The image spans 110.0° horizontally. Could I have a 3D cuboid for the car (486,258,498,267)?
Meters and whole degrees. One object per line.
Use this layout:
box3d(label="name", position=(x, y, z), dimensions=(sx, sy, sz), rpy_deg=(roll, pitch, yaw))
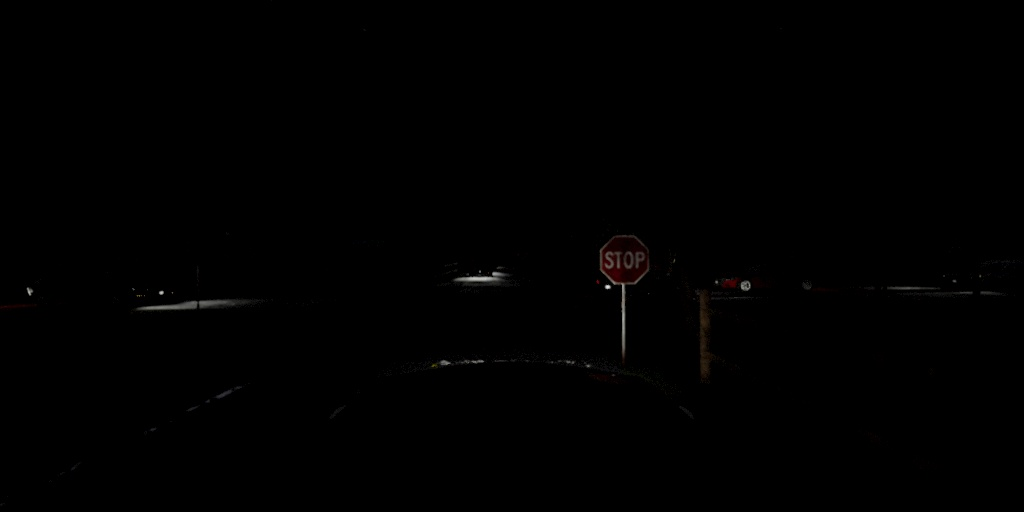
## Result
box3d(label="car", position=(-3.364, 1.046, 60.718), dimensions=(1.837, 1.490, 4.892), rpy_deg=(0, 0, -2))

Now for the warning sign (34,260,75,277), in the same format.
box3d(label="warning sign", position=(-25.777, 1.145, 20.480), dimensions=(1.060, 1.860, 1.300), rpy_deg=(0, 0, -1))

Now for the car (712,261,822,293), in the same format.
box3d(label="car", position=(13.046, 1.040, 18.514), dimensions=(5.008, 1.535, 1.882), rpy_deg=(-1, -1, -1))

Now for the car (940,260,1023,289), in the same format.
box3d(label="car", position=(25.286, 0.966, 18.629), dimensions=(4.674, 1.442, 1.812), rpy_deg=(-1, -1, -1))

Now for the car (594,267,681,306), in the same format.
box3d(label="car", position=(5.358, 1.138, 14.516), dimensions=(4.181, 1.385, 1.994), rpy_deg=(0, -1, -31))

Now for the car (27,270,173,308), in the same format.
box3d(label="car", position=(-17.375, 1.346, 15.270), dimensions=(4.892, 1.490, 1.837), rpy_deg=(-1, -1, -1))

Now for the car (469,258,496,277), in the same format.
box3d(label="car", position=(-2.844, 1.191, 33.604), dimensions=(1.994, 1.385, 4.181), rpy_deg=(0, 0, -1))

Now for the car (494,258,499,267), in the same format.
box3d(label="car", position=(-2.901, 1.194, 43.605), dimensions=(1.895, 1.301, 4.718), rpy_deg=(0, 0, 0))
